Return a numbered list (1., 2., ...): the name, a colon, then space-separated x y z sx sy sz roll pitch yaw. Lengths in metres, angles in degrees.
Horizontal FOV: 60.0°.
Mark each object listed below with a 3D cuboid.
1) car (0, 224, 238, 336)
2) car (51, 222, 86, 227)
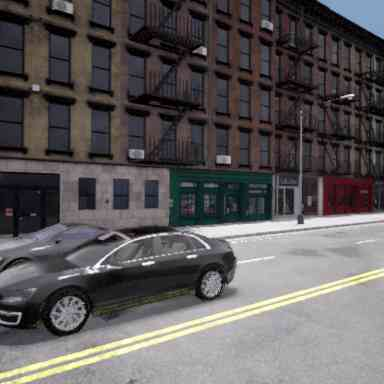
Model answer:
1. car: -1.250 1.507 6.779 4.892 1.490 1.837 0 0 -35
2. car: -3.472 1.565 9.186 4.181 1.385 1.994 0 0 -35
